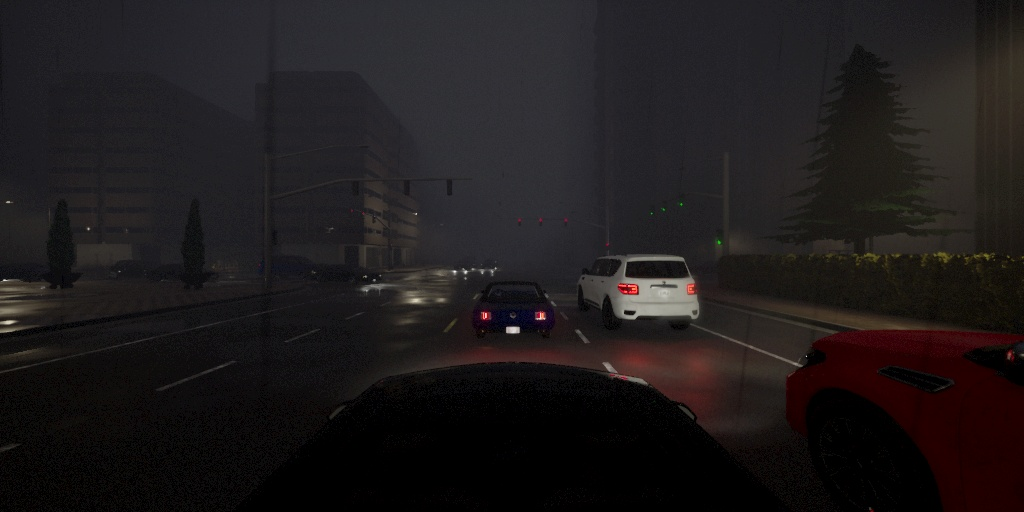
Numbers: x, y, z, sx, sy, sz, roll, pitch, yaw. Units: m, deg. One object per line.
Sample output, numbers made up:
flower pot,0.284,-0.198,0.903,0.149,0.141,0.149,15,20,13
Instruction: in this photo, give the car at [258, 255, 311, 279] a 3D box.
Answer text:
car,-18.627,0.971,30.747,5.566,2.045,2.150,0,0,1

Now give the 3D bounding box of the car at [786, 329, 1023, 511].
car,3.601,0.971,0.917,2.150,2.045,5.566,0,0,0

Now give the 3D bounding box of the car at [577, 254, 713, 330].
car,3.576,0.971,11.278,2.150,2.045,5.566,0,0,-2

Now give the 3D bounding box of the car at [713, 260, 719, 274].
car,20.828,1.227,37.607,5.008,1.535,1.882,0,0,1

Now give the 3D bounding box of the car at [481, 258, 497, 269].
car,-3.666,1.254,55.456,1.837,1.490,4.892,0,0,0

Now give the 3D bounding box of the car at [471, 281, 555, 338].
car,0.046,1.351,10.150,1.895,1.301,4.718,0,0,0

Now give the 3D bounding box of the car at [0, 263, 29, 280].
car,-45.164,1.314,30.990,4.181,1.385,1.994,0,0,0

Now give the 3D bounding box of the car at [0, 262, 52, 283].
car,-36.855,1.276,27.405,4.674,1.442,1.812,0,0,1

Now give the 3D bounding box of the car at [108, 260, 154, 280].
car,-31.627,1.102,30.863,4.553,1.767,2.097,0,0,1

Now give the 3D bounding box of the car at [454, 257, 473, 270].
car,-7.147,1.276,51.544,1.812,1.442,4.674,0,0,0

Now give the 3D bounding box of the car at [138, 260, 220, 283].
car,-25.002,1.275,27.302,4.674,1.442,1.812,0,0,0

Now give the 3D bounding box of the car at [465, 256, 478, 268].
car,-7.156,0.971,61.241,2.150,2.045,5.566,0,0,0

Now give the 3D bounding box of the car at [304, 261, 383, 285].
car,-12.002,1.297,25.848,5.357,1.411,2.033,0,0,22
